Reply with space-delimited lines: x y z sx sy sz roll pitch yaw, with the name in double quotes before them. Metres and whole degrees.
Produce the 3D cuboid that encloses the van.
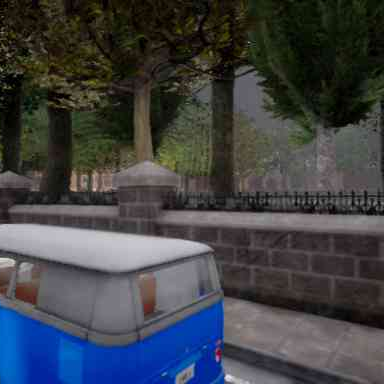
"van" -1.566 1.345 3.943 3.998 1.788 1.690 0 -1 36
